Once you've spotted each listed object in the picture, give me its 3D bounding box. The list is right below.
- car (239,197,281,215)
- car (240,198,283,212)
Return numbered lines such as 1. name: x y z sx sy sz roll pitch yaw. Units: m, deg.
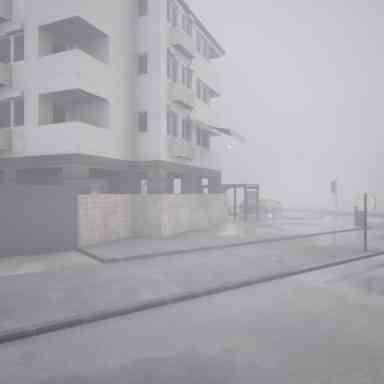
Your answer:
1. car: 7.014 1.351 34.494 2.097 1.767 4.553 0 0 -36
2. car: 8.258 1.476 39.894 1.882 1.535 5.008 0 0 -36
